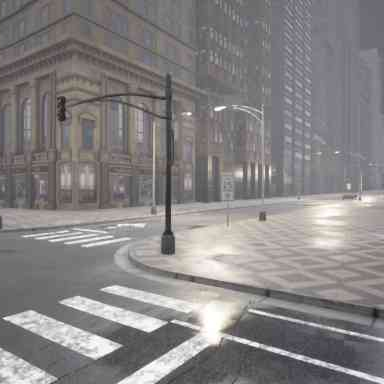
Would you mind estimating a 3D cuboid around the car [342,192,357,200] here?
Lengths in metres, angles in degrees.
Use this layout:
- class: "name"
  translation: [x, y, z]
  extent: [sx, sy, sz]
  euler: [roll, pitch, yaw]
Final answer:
- class: "car"
  translation: [28.238, 0.712, 59.508]
  extent: [1.895, 1.301, 4.718]
  euler: [0, 1, 35]
